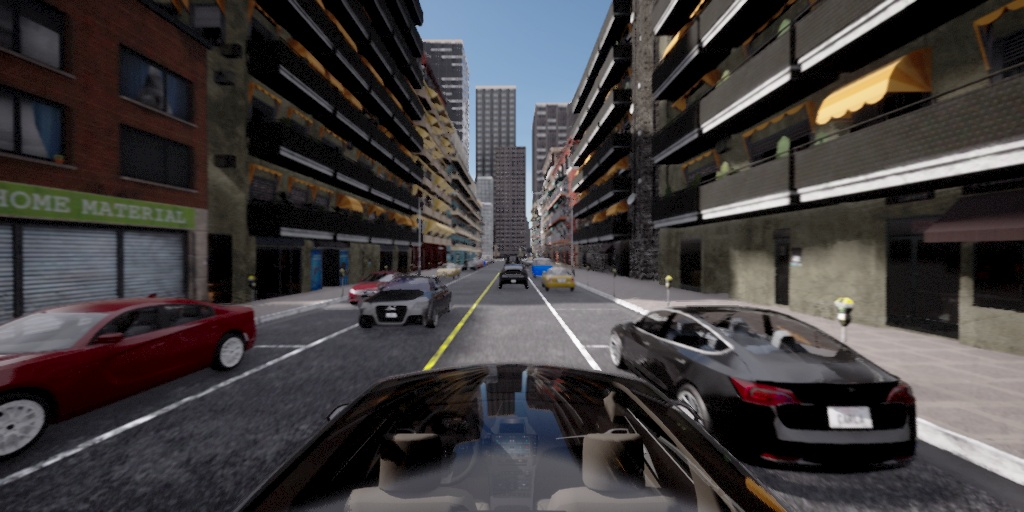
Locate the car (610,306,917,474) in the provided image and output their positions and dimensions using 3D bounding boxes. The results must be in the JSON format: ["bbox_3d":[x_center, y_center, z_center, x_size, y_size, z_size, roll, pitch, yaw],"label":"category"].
[{"bbox_3d":[2.689,1.316,4.926,1.948,1.339,4.313,0,0,0],"label":"car"}]

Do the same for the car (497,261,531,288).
[{"bbox_3d":[0.097,1.257,23.911,1.837,1.490,4.892,0,0,0],"label":"car"}]

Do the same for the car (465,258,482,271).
[{"bbox_3d":[-5.689,1.327,49.126,1.948,1.339,4.313,0,0,0],"label":"car"}]

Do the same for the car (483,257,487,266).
[{"bbox_3d":[-5.689,1.312,60.173,1.888,1.381,4.507,0,0,0],"label":"car"}]

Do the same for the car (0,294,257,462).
[{"bbox_3d":[-5.692,1.295,4.939,1.888,1.381,4.507,0,0,0],"label":"car"}]

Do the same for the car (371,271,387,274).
[{"bbox_3d":[-5.691,1.333,15.986,1.802,1.307,4.207,0,0,0],"label":"car"}]

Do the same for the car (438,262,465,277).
[{"bbox_3d":[-5.691,1.280,32.386,1.751,1.417,4.829,0,0,0],"label":"car"}]

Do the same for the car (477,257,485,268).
[{"bbox_3d":[-5.689,1.309,54.650,1.888,1.381,4.507,0,0,0],"label":"car"}]

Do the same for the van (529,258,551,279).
[{"bbox_3d":[2.691,1.096,32.543,1.690,1.789,3.998,0,0,0],"label":"van"}]

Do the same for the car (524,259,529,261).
[{"bbox_3d":[2.692,1.314,54.636,2.007,1.370,4.403,0,0,0],"label":"car"}]

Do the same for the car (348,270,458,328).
[{"bbox_3d":[-3.086,1.312,11.159,1.994,1.385,4.181,0,0,0],"label":"car"}]

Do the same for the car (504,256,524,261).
[{"bbox_3d":[0.103,0.983,48.409,2.150,2.045,5.566,0,0,0],"label":"car"}]

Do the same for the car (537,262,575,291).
[{"bbox_3d":[2.690,1.277,21.666,1.751,1.417,4.829,0,0,0],"label":"car"}]
